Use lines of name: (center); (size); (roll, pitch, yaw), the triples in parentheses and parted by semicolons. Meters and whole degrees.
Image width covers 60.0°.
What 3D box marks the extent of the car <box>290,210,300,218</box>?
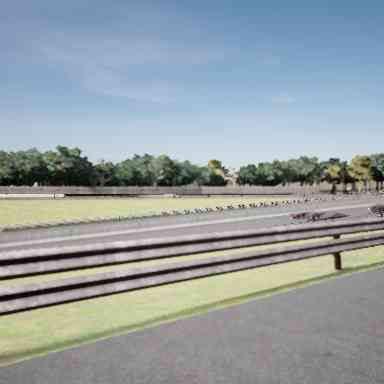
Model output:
car: (19.657, 3.834, 58.732); (4.718, 1.301, 1.895); (-4, 2, -25)

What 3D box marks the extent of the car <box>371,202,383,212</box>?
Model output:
car: (35.791, 2.922, 62.466); (4.892, 1.490, 1.837); (-4, 2, -25)

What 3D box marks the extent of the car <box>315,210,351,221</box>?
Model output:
car: (22.615, 3.833, 52.387); (5.357, 1.411, 2.033); (-4, 2, -25)

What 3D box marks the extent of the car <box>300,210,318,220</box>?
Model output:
car: (21.115, 3.790, 55.549); (4.902, 1.511, 2.128); (-4, 2, -25)

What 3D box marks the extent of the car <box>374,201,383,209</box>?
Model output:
car: (39.738, 2.628, 68.195); (4.718, 1.301, 1.895); (-4, 2, -25)
